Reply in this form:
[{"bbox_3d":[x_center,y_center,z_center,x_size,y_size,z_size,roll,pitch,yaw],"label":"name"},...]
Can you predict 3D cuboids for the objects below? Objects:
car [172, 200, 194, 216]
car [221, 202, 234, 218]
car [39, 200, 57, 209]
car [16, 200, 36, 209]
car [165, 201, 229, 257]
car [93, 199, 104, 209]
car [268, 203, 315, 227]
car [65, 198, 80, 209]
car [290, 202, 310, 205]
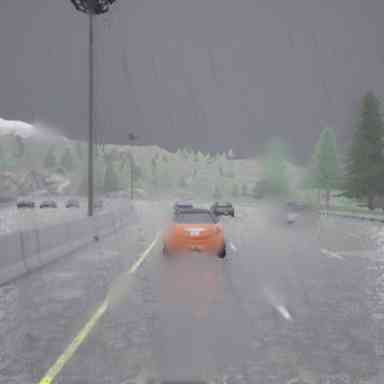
[{"bbox_3d":[-1.067,1.683,35.745,1.882,1.535,5.008,0,0,-7],"label":"car"},{"bbox_3d":[2.815,1.679,32.290,2.128,1.511,4.902,0,0,-6],"label":"car"},{"bbox_3d":[-21.850,1.854,50.729,1.994,1.385,4.181,0,0,-13],"label":"car"},{"bbox_3d":[-25.596,1.895,51.361,1.895,1.301,4.718,0,0,-14],"label":"car"},{"bbox_3d":[0.099,1.429,13.389,2.097,1.767,4.553,0,0,0],"label":"car"},{"bbox_3d":[-14.836,1.821,51.507,1.812,1.442,4.674,0,0,-13],"label":"car"},{"bbox_3d":[6.897,1.739,23.854,1.895,1.301,4.718,0,0,-2],"label":"car"},{"bbox_3d":[-18.514,1.800,51.829,1.837,1.490,4.892,0,0,-14],"label":"car"},{"bbox_3d":[9.904,1.689,31.507,1.837,1.490,4.892,1,0,-5],"label":"car"}]
